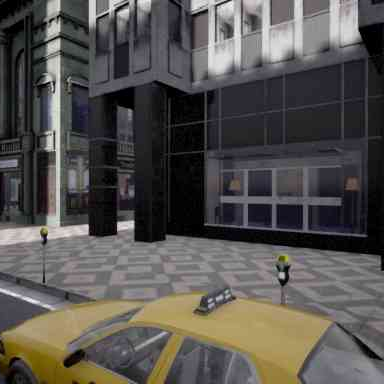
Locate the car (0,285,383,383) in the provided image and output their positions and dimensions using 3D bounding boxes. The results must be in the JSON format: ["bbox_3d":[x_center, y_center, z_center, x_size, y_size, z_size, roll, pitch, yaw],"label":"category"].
[{"bbox_3d":[-0.010,1.525,2.972,4.829,1.417,1.752,0,0,36],"label":"car"}]
